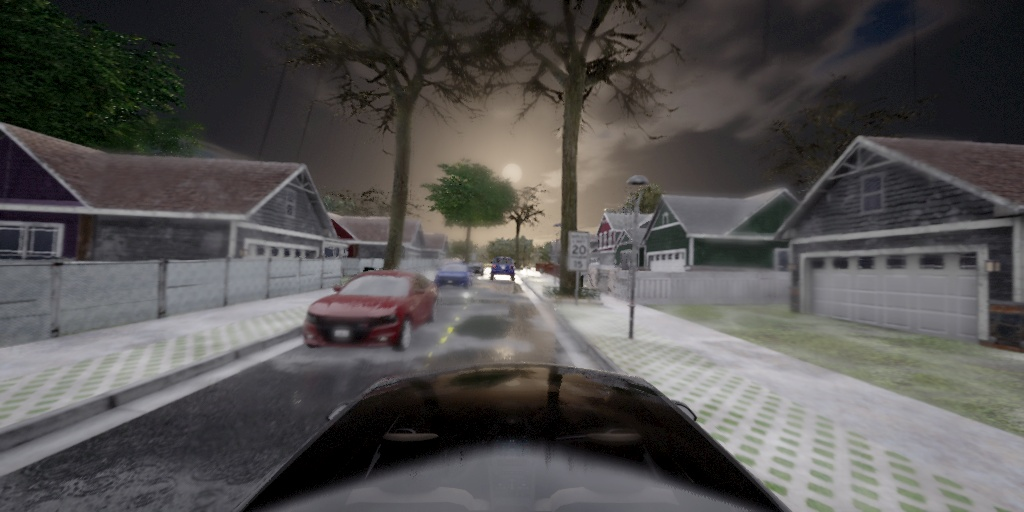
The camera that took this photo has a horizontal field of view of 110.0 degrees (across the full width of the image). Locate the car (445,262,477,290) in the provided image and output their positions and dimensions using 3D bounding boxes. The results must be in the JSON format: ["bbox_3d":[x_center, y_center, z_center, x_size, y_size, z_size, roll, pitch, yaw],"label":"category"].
[{"bbox_3d":[-3.455,1.167,22.140,1.882,1.535,5.008,3,-1,-2],"label":"car"}]

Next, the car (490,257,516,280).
[{"bbox_3d":[-0.859,1.124,33.406,2.150,2.045,5.566,3,-1,-2],"label":"car"}]

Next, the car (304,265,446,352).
[{"bbox_3d":[-3.055,1.104,8.803,1.882,1.535,5.008,3,0,-2],"label":"car"}]

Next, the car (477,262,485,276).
[{"bbox_3d":[-3.910,1.373,38.659,2.033,1.411,5.357,3,-1,-2],"label":"car"}]
